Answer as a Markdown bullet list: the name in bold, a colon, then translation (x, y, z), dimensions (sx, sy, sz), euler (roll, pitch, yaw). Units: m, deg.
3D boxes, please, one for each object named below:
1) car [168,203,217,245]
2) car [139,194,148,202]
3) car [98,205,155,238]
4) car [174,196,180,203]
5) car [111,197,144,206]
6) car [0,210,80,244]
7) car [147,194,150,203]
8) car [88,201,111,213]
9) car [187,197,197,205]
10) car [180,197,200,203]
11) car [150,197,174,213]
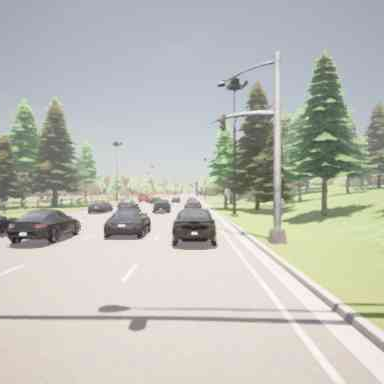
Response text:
- **car**: translation (0.101, 1.515, 15.776), dimensions (1.882, 1.535, 5.008), euler (0, 0, 0)
- **car**: translation (-10.498, 1.398, 73.560), dimensions (2.150, 2.045, 5.566), euler (0, 0, 0)
- **car**: translation (-3.400, 1.607, 18.093), dimensions (1.994, 1.385, 4.181), euler (0, 0, 0)
- **car**: translation (-3.498, 1.698, 73.945), dimensions (2.128, 1.511, 4.902), euler (0, 0, 0)
- **car**: translation (-6.899, 1.576, 36.136), dimensions (2.128, 1.511, 4.902), euler (0, 0, 0)
- **car**: translation (-6.900, 1.563, 15.887), dimensions (1.812, 1.442, 4.674), euler (0, 0, 0)
- **car**: translation (-6.995, 1.656, 63.919), dimensions (1.837, 1.490, 4.892), euler (0, 0, 0)
- **car**: translation (-10.399, 1.653, 37.986), dimensions (1.994, 1.385, 4.181), euler (0, 0, 0)
- **car**: translation (0.005, 1.714, 64.259), dimensions (1.994, 1.385, 4.181), euler (0, 0, 0)
- **car**: translation (0.101, 1.575, 35.674), dimensions (2.128, 1.511, 4.902), euler (0, 0, 0)
- **car**: translation (-3.399, 1.595, 38.679), dimensions (1.837, 1.490, 4.892), euler (0, 0, 0)
